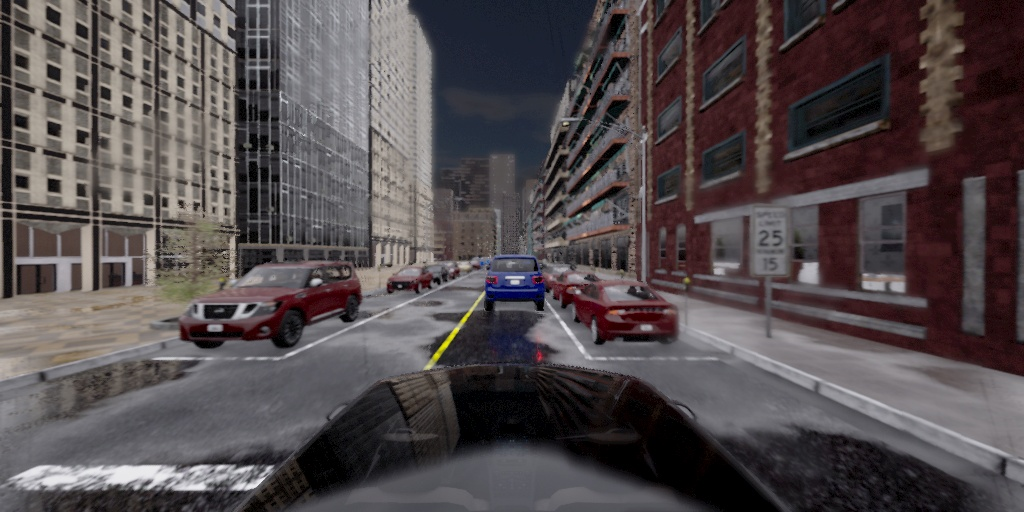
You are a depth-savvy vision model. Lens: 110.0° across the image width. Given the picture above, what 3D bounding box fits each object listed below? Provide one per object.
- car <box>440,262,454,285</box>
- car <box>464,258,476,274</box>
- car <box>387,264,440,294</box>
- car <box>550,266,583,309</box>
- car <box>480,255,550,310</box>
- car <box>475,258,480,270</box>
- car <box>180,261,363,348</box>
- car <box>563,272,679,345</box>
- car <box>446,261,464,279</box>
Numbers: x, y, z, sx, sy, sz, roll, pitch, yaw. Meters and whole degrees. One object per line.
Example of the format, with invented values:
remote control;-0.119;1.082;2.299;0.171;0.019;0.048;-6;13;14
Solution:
car;-5.683;1.320;25.975;1.948;1.339;4.313;0;0;0
car;-5.678;1.292;42.387;1.751;1.417;4.829;0;0;0
car;-5.685;1.298;20.447;1.888;1.381;4.507;0;0;0
car;2.693;1.297;14.916;1.888;1.381;4.507;0;0;0
car;0.105;0.973;14.743;2.150;2.045;5.566;0;0;0
car;-5.673;1.321;53.613;1.888;1.381;4.507;0;0;0
car;-5.689;1.065;9.392;2.192;1.841;5.009;0;0;0
car;2.691;1.296;9.388;1.888;1.381;4.507;0;0;0
car;-5.681;1.198;31.502;1.967;1.591;4.097;0;0;0
